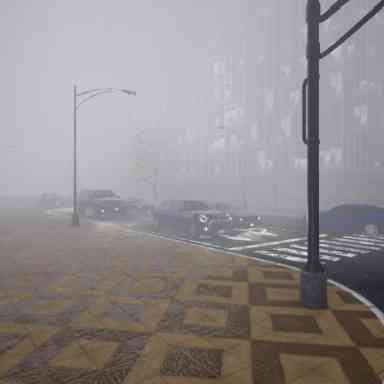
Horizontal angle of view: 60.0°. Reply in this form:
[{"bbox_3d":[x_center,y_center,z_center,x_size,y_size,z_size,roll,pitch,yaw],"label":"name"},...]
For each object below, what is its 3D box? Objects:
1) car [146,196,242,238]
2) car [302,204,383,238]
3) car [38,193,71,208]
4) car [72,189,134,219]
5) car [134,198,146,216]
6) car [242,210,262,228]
[{"bbox_3d":[-0.048,1.124,16.512,2.097,1.767,4.553,0,1,-38],"label":"car"},{"bbox_3d":[8.094,1.325,17.014,1.882,1.535,5.008,0,1,-38],"label":"car"},{"bbox_3d":[-15.113,0.818,35.639,2.128,1.511,4.902,0,1,-38],"label":"car"},{"bbox_3d":[-6.884,0.791,25.172,2.150,2.045,5.566,0,1,-38],"label":"car"},{"bbox_3d":[-4.716,1.156,27.667,1.895,1.301,4.718,0,1,-38],"label":"car"},{"bbox_3d":[1.613,1.289,19.706,2.033,1.411,5.357,0,1,-36],"label":"car"}]
